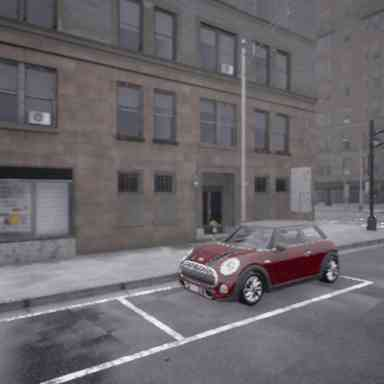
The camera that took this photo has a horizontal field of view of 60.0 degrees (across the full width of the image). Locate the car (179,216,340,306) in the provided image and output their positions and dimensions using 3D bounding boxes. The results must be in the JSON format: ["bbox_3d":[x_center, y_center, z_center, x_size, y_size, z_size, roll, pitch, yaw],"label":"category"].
[{"bbox_3d":[1.669,1.440,7.959,4.097,1.590,1.967,0,0,-36],"label":"car"}]
